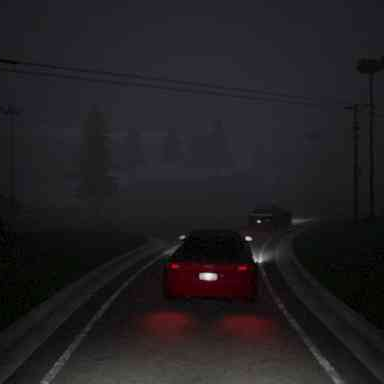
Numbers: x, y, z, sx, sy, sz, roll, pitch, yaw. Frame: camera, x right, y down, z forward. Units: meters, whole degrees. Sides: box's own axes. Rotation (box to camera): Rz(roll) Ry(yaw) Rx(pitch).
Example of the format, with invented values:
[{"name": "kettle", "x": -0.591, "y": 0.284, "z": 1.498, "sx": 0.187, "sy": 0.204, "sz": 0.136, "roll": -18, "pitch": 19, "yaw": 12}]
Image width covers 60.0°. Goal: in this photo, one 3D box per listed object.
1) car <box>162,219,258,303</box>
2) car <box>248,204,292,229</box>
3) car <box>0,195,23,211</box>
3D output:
[{"name": "car", "x": 0.567, "y": 1.600, "z": 8.370, "sx": 1.994, "sy": 1.385, "sz": 4.181, "roll": 0, "pitch": 0, "yaw": 7}, {"name": "car", "x": 5.355, "y": 1.589, "z": 22.463, "sx": 2.128, "sy": 1.511, "sz": 4.902, "roll": 0, "pitch": 0, "yaw": 31}, {"name": "car", "x": -24.993, "y": 1.409, "z": 43.895, "sx": 2.150, "sy": 2.045, "sz": 5.566, "roll": 1, "pitch": 0, "yaw": 13}]
